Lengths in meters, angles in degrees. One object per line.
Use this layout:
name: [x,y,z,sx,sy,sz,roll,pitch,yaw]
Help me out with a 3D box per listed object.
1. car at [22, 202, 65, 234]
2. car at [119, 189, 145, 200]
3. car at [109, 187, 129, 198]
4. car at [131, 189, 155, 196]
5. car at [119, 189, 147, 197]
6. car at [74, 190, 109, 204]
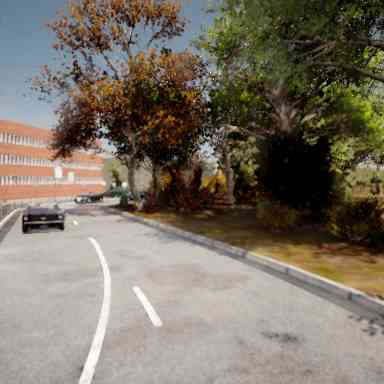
car: [-7.665,1.234,17.172,1.895,1.301,4.718,-1,1,-24]
car: [-8.170,0.657,47.886,1.895,1.301,4.718,0,1,14]
car: [-13.108,0.045,60.228,5.566,2.045,2.435,0,1,14]
car: [-10.386,0.069,71.202,4.674,1.452,2.002,0,1,14]
car: [-11.736,0.165,65.716,5.008,1.535,2.097,0,1,14]
car: [-12.950,0.690,42.034,2.128,1.511,4.902,0,1,13]
